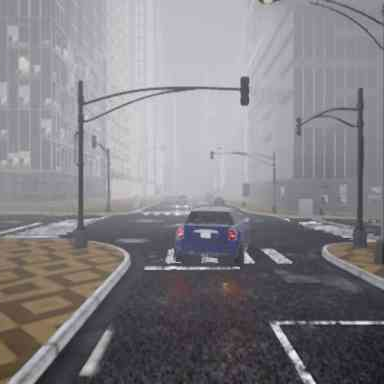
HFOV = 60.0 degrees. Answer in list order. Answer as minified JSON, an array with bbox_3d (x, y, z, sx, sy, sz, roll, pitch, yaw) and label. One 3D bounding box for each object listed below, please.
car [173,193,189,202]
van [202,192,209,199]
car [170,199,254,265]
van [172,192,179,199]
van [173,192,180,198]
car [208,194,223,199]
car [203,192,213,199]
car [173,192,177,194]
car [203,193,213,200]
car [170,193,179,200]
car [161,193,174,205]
[{"bbox_3d":[-1.589,1.282,52.868,1.812,1.442,4.674,0,0,0],"label":"car"},{"bbox_3d":[3.605,0.901,87.470,1.690,1.788,3.998,0,0,0],"label":"van"},{"bbox_3d":[0.938,1.300,11.856,2.097,1.767,4.553,0,0,15],"label":"car"},{"bbox_3d":[-4.275,0.901,87.426,1.690,1.788,3.998,0,0,0],"label":"van"},{"bbox_3d":[-4.306,0.868,92.953,1.690,1.788,3.998,0,0,0],"label":"van"},{"bbox_3d":[3.869,1.344,48.780,1.947,1.339,4.313,0,0,0],"label":"car"},{"bbox_3d":[3.697,0.972,70.887,2.192,1.841,5.009,0,0,0],"label":"car"},{"bbox_3d":[-4.183,1.223,70.844,1.947,1.339,4.313,0,0,0],"label":"car"},{"bbox_3d":[3.666,1.065,76.416,1.967,1.590,4.097,0,0,0],"label":"car"},{"bbox_3d":[-4.244,1.032,81.899,1.967,1.590,4.097,0,0,0],"label":"car"},{"bbox_3d":[-4.091,1.331,54.262,1.802,1.307,4.206,0,0,0],"label":"car"}]
